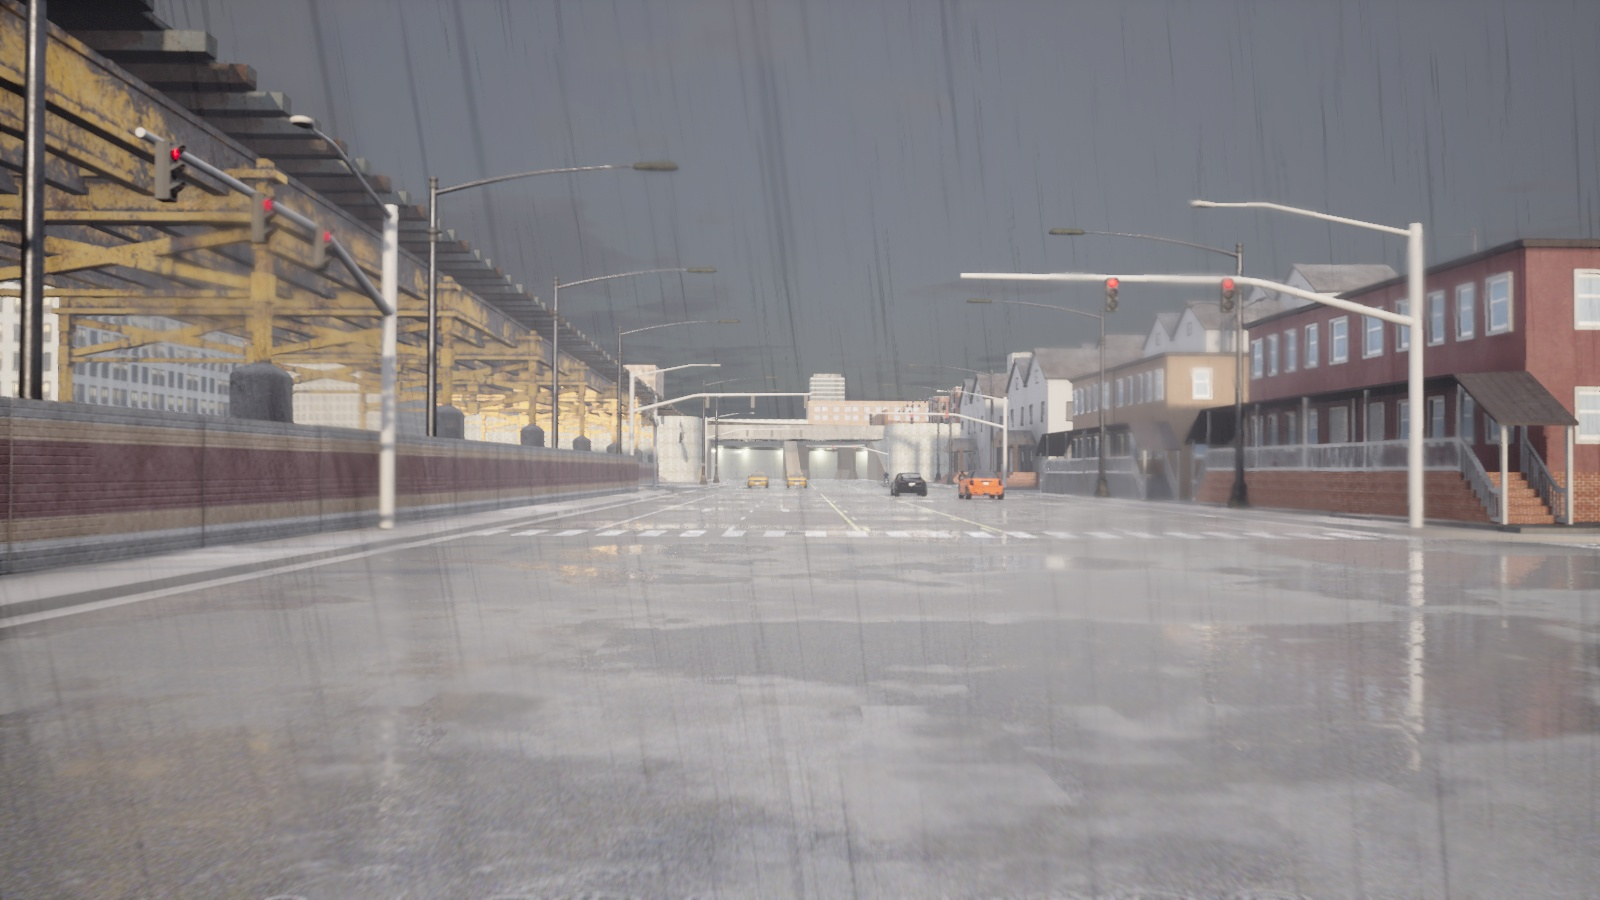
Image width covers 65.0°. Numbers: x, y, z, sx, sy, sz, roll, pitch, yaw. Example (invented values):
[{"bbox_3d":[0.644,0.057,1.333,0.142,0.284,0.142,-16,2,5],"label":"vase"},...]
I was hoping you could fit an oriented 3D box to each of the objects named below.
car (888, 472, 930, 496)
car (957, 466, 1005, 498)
[{"bbox_3d":[6.822,2.109,78.948,2.163,1.488,4.792,0,-1,0],"label":"car"},{"bbox_3d":[10.338,1.838,72.056,2.097,1.767,4.553,0,-1,0],"label":"car"}]
